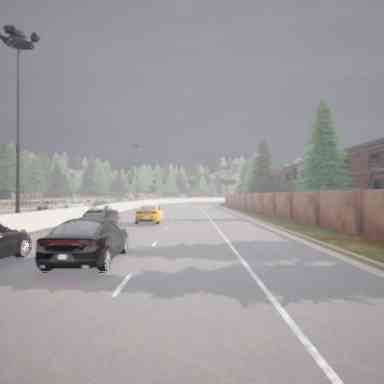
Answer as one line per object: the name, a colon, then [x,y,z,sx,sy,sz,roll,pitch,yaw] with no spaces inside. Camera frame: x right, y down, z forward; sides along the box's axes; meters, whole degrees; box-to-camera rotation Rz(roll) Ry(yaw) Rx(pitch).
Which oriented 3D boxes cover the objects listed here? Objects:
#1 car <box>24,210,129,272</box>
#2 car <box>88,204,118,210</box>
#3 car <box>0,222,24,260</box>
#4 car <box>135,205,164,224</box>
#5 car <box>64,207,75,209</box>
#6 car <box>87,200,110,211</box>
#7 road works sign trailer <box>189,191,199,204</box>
car: [-3.432,1.598,11.262,1.882,1.535,5.008,0,-1,0]
car: [-6.935,1.766,25.869,2.128,1.511,4.902,0,-1,0]
car: [-6.935,1.617,10.529,1.837,1.490,4.892,0,-1,0]
car: [-3.428,1.768,27.396,1.882,1.535,5.008,0,-1,0]
car: [-17.567,2.053,50.003,1.812,1.442,4.674,0,-1,0]
car: [-14.068,2.024,50.411,2.128,1.511,4.902,0,-1,0]
road works sign trailer: [0.555,1.366,85.309,2.380,3.560,2.880,0,-1,10]
